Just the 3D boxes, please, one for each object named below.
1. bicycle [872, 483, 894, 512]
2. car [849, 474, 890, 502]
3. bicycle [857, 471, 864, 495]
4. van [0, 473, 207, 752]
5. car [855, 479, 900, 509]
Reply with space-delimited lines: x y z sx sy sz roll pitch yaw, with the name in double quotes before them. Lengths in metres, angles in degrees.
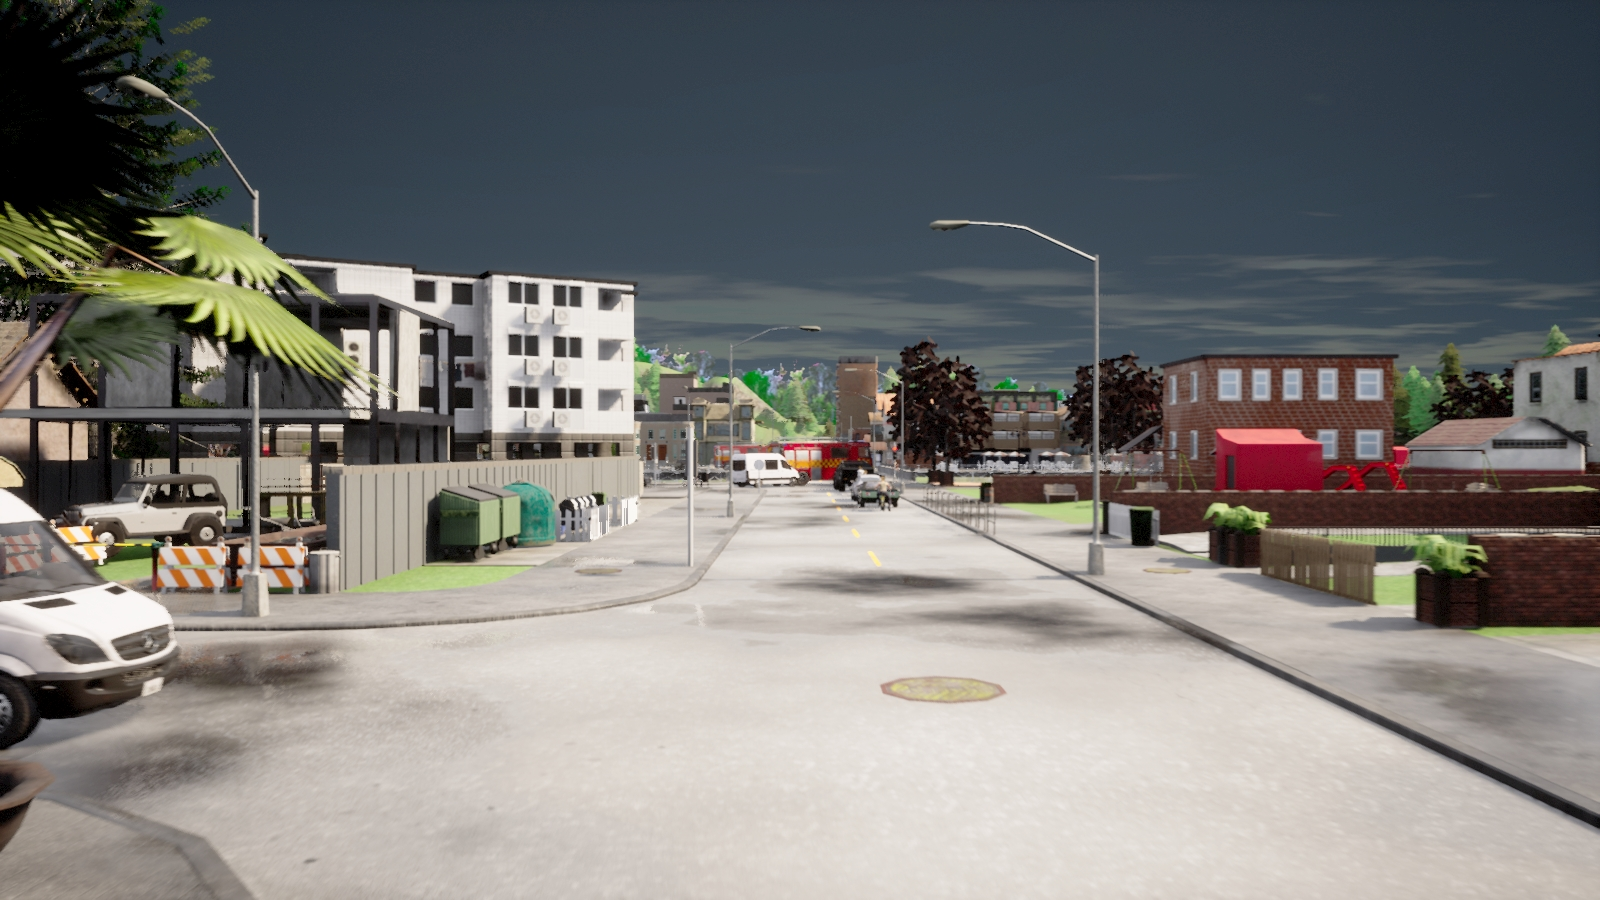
"bicycle" 3.773 2.158 52.098 0.859 1.276 1.487 0 0 -1
"car" 3.832 2.082 63.457 2.002 1.442 4.674 0 0 0
"bicycle" 3.821 2.056 72.054 0.373 1.496 1.643 0 0 0
"van" -9.507 1.537 11.626 5.915 2.561 1.988 0 0 0
"car" 3.804 2.155 56.914 1.895 1.301 4.718 0 0 0
